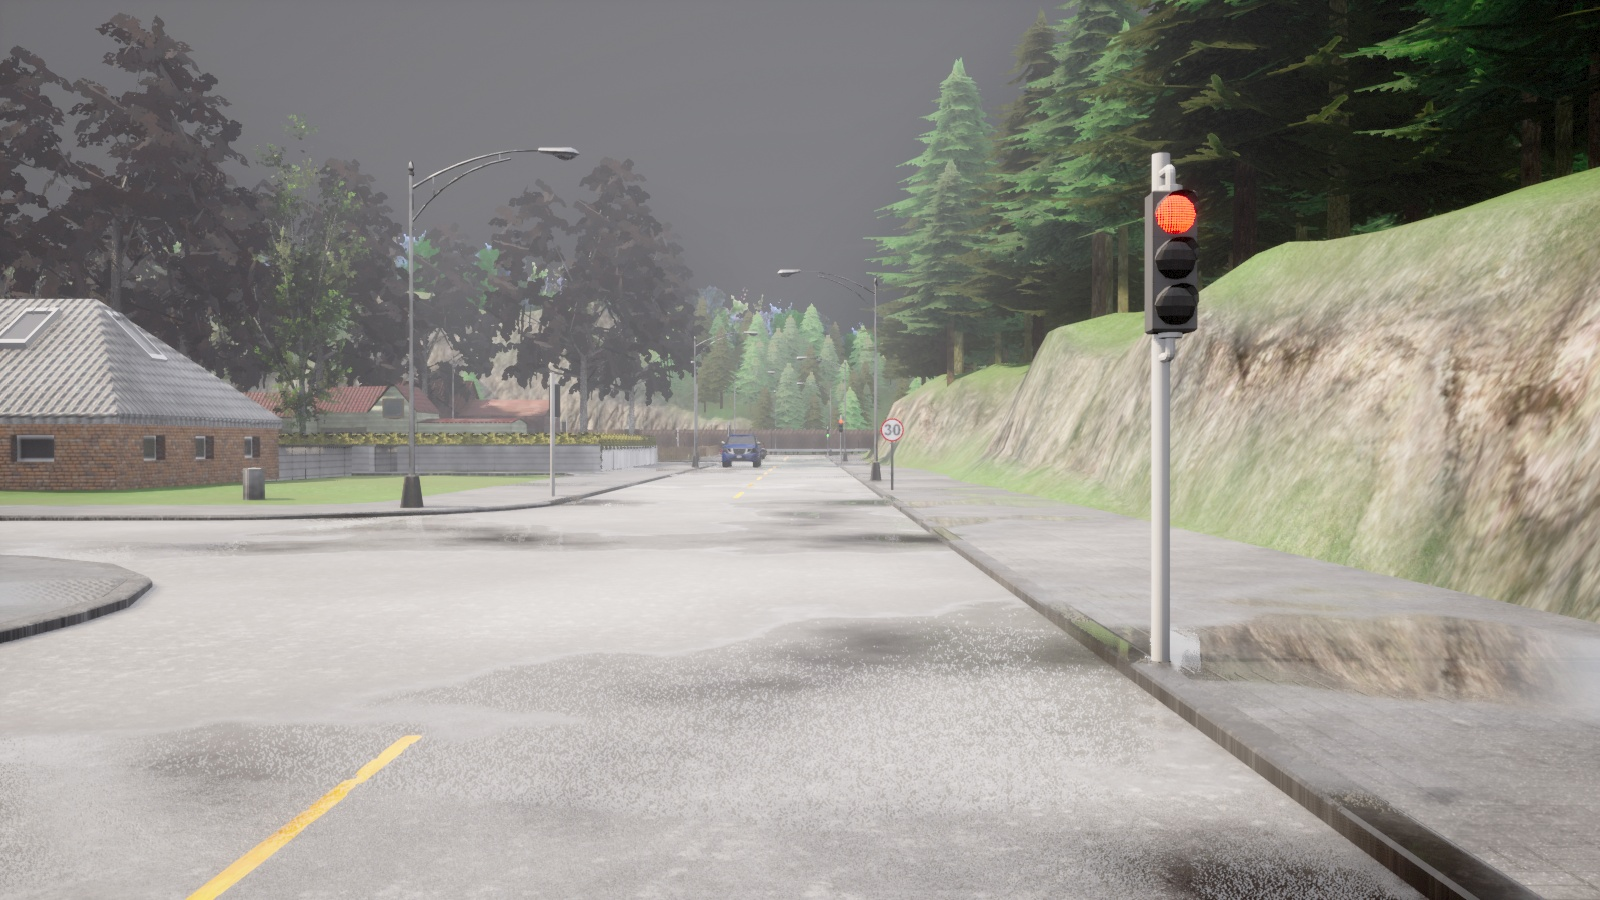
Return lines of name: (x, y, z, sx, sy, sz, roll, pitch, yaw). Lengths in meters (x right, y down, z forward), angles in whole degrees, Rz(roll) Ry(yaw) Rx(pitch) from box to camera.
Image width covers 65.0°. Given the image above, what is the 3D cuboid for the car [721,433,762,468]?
car: (-3.529, 0.031, 76.506, 2.150, 2.045, 5.566, 0, 0, 1)
